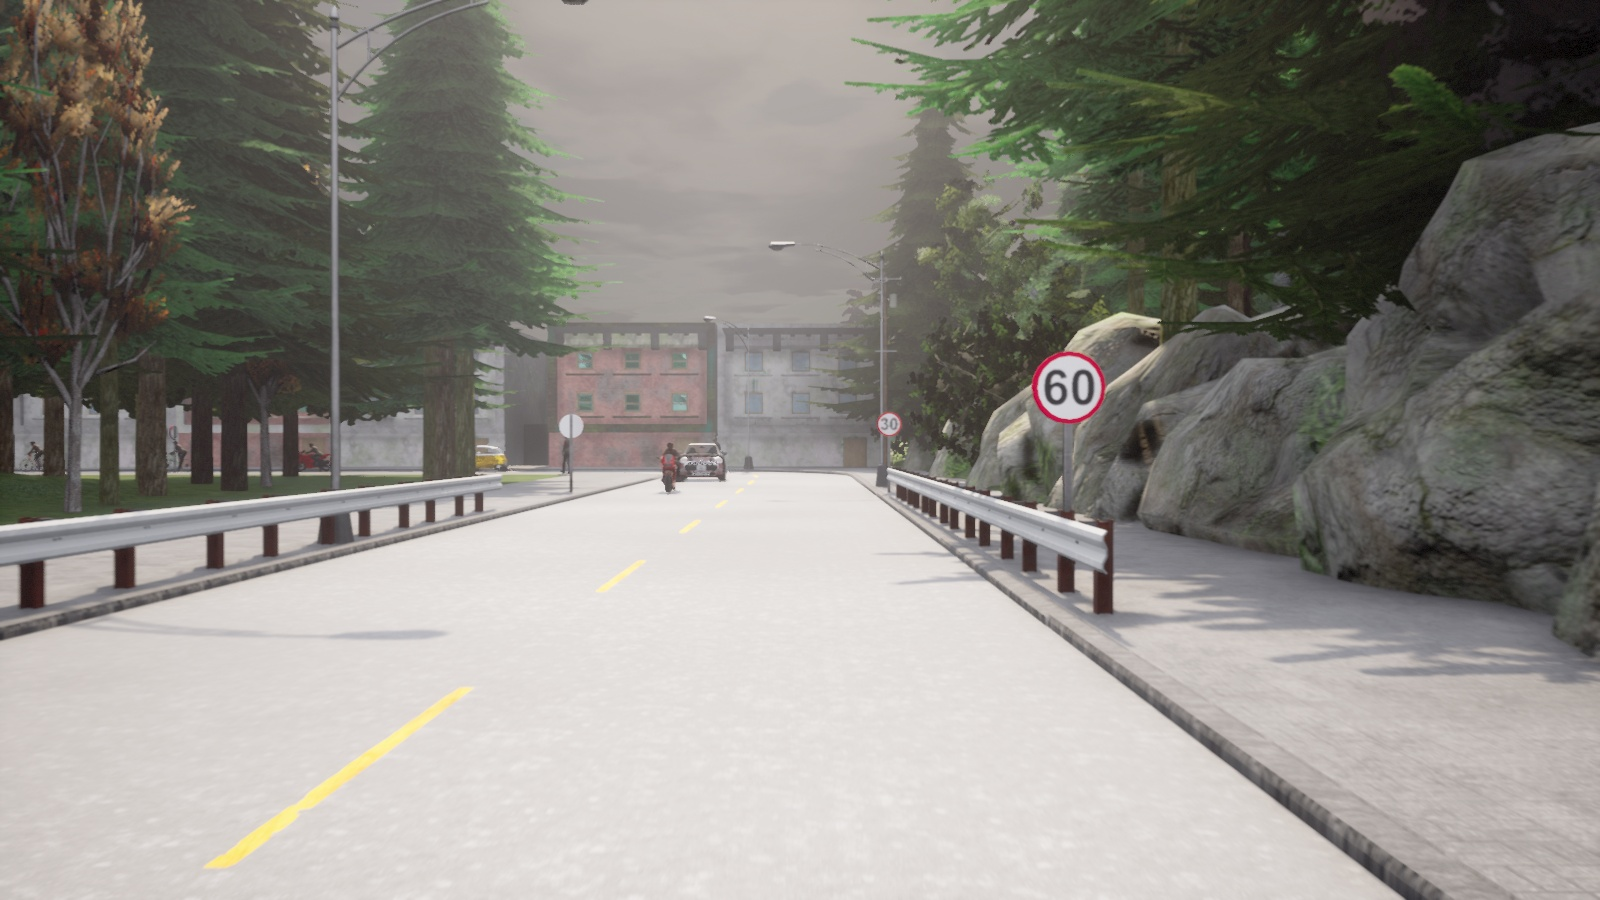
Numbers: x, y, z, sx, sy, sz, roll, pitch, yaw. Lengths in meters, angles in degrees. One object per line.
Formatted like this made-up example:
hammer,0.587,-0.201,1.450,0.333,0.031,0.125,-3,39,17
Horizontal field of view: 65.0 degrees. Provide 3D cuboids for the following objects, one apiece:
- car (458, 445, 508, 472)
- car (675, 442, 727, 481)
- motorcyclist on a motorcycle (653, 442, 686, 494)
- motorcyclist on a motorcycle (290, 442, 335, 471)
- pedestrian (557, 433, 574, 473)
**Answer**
car,-16.525,0.419,65.472,2.207,1.376,1.481,0,0,1
car,-3.908,0.427,50.031,1.970,1.475,3.806,0,0,-3
motorcyclist on a motorcycle,-3.892,0.514,37.565,0.797,1.523,2.044,0,0,0
motorcyclist on a motorcycle,-25.440,0.339,65.581,2.044,1.523,0.797,0,0,0
pedestrian,-10.447,0.132,55.963,0.328,1.805,0.869,0,0,-40
